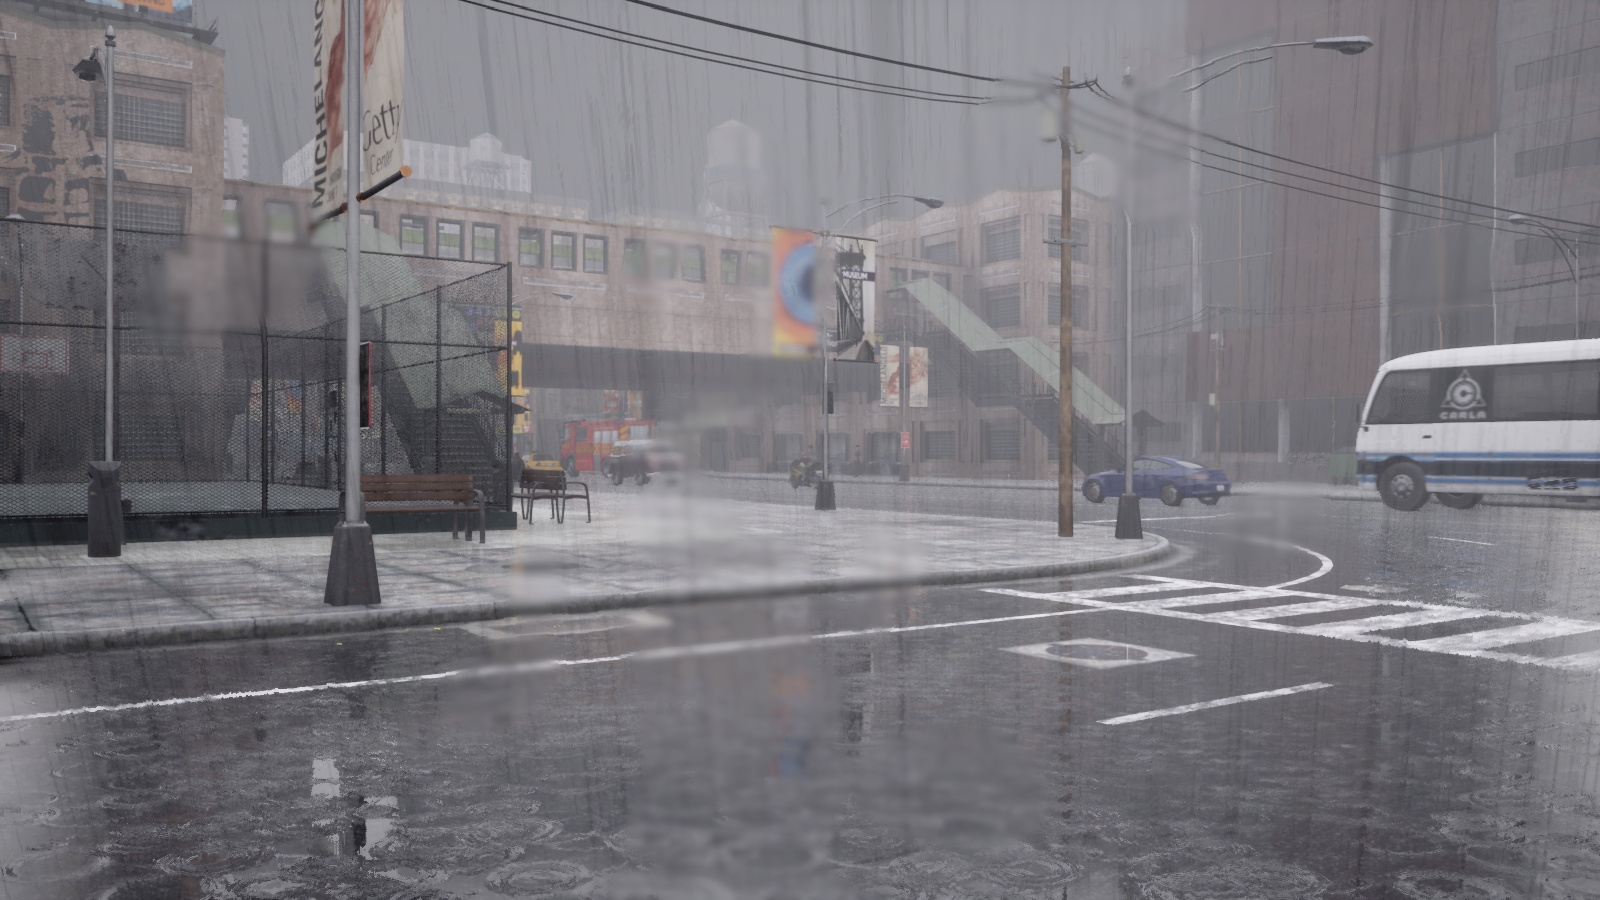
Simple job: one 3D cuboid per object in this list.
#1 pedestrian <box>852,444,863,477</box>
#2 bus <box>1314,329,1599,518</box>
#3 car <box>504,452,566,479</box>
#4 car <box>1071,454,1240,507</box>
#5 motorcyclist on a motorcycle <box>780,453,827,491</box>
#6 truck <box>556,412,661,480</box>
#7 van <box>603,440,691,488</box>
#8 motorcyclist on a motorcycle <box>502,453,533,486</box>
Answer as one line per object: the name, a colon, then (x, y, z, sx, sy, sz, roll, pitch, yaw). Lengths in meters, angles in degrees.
pedestrian: (3.209, 0.566, 70.133, 0.345, 1.836, 0.594, 0, 0, -34)
bus: (18.475, -0.595, 30.965, 3.944, 4.253, 10.273, 0, 0, -34)
car: (-16.121, 0.904, 76.138, 1.801, 1.575, 5.366, 0, 0, -34)
car: (10.321, 0.839, 36.781, 1.812, 1.442, 4.674, 0, 0, -34)
motorcyclist on a motorcycle: (0.140, 0.906, 51.829, 0.866, 1.530, 2.191, 0, 0, -34)
truck: (-11.662, -0.210, 75.791, 2.891, 3.827, 8.468, 0, 0, -34)
van: (-6.862, 0.620, 55.972, 2.069, 2.038, 4.480, 0, 0, -34)
motorcyclist on a motorcycle: (-13.383, 0.901, 59.454, 0.797, 1.523, 2.044, 0, 0, -33)
